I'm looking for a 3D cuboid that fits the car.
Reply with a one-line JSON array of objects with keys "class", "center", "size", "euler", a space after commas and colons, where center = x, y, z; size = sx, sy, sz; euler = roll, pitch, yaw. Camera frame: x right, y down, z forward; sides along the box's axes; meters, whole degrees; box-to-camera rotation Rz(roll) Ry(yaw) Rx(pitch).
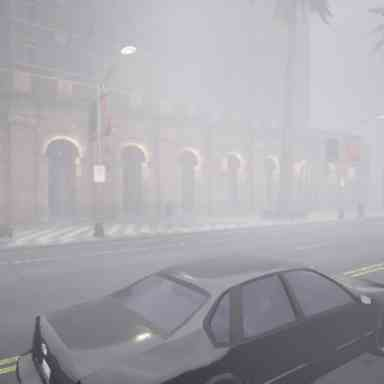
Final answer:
[{"class": "car", "center": [0.794, 1.552, 4.313], "size": [5.357, 1.411, 2.033], "euler": [0, 0, -36]}]
